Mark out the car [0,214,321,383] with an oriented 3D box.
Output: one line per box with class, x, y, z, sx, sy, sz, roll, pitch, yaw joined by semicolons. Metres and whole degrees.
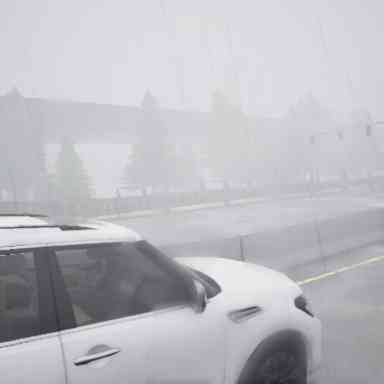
car;-1.269;1.221;2.852;5.566;2.045;2.150;-1;0;-35
